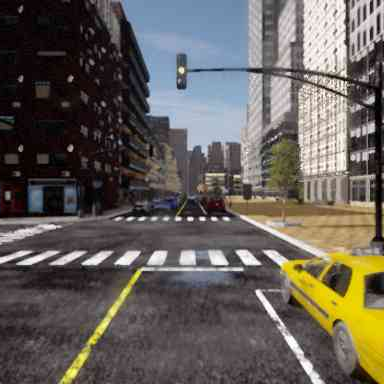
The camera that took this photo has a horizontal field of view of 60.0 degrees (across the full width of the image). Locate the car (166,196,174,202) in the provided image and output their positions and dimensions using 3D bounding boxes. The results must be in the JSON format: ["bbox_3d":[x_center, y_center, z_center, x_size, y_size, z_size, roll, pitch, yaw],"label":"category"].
[{"bbox_3d":[-5.692,1.820,87.186,1.752,1.417,4.829,0,0,0],"label":"car"}]

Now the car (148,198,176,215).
[{"bbox_3d":[-3.097,1.642,35.319,2.033,1.411,5.357,0,0,0],"label":"car"}]

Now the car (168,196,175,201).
[{"bbox_3d":[-5.692,1.865,92.882,1.887,1.381,4.507,0,0,0],"label":"car"}]

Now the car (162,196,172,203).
[{"bbox_3d":[-5.693,1.688,76.303,1.967,1.590,4.097,0,0,0],"label":"car"}]

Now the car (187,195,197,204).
[{"bbox_3d":[0.001,1.772,66.809,1.994,1.385,4.181,0,0,0],"label":"car"}]

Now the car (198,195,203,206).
[{"bbox_3d":[2.686,1.496,59.723,2.192,1.841,5.009,0,0,0],"label":"car"}]

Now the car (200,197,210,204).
[{"bbox_3d":[2.687,1.770,70.776,1.887,1.381,4.507,0,0,0],"label":"car"}]

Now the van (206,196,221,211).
[{"bbox_3d":[2.686,1.461,43.143,1.690,1.788,3.998,0,0,0],"label":"van"}]

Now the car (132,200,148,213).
[{"bbox_3d":[-5.693,1.653,37.617,2.008,1.369,4.403,0,0,0],"label":"car"}]

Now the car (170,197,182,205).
[{"bbox_3d":[-2.999,1.695,65.196,2.128,1.511,4.902,0,0,0],"label":"car"}]

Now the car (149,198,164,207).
[{"bbox_3d":[-5.693,1.711,54.196,2.008,1.369,4.403,0,0,0],"label":"car"}]

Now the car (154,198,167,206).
[{"bbox_3d":[-5.693,1.726,59.722,1.887,1.381,4.507,0,0,0],"label":"car"}]

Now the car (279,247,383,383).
[{"bbox_3d":[2.687,1.538,5.374,1.752,1.417,4.829,0,0,0],"label":"car"}]

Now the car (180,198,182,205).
[{"bbox_3d":[-3.067,1.667,54.952,1.837,1.490,4.892,0,0,0],"label":"car"}]

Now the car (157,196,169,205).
[{"bbox_3d":[-5.693,1.644,65.250,1.967,1.590,4.097,0,0,0],"label":"car"}]

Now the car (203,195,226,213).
[{"bbox_3d":[2.686,1.417,37.617,2.192,1.841,5.009,0,0,0],"label":"car"}]

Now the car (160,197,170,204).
[{"bbox_3d":[-5.693,1.808,70.776,1.802,1.307,4.206,0,0,0],"label":"car"}]

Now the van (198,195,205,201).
[{"bbox_3d":[2.687,1.661,92.882,1.690,1.788,3.998,0,0,0],"label":"van"}]

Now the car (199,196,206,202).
[{"bbox_3d":[2.688,1.822,87.526,1.752,1.417,4.829,0,0,0],"label":"car"}]

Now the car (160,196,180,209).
[{"bbox_3d":[-3.086,1.604,45.139,1.882,1.535,5.008,0,0,0],"label":"car"}]
